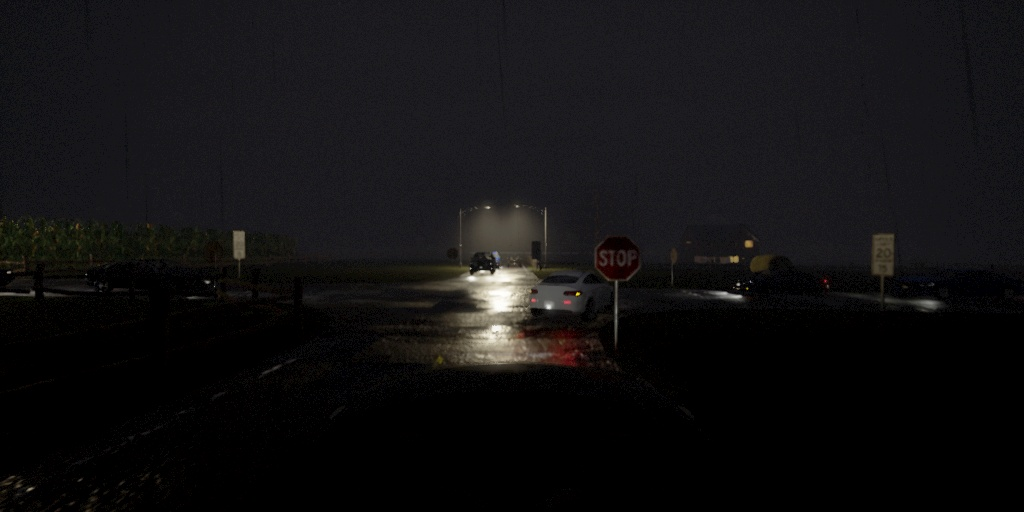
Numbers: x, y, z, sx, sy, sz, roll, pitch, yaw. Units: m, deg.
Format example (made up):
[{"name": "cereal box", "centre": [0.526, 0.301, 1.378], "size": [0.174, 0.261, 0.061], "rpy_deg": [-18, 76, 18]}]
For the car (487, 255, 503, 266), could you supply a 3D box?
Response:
[{"name": "car", "centre": [-2.550, 0.673, 54.514], "size": [2.128, 1.511, 4.902], "rpy_deg": [0, 1, 1]}]

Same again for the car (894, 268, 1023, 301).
[{"name": "car", "centre": [22.728, 1.369, 18.378], "size": [5.008, 1.535, 1.882], "rpy_deg": [1, 1, 1]}]

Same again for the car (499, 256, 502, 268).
[{"name": "car", "centre": [-2.620, 0.512, 44.383], "size": [2.150, 2.045, 5.566], "rpy_deg": [0, 1, 0]}]

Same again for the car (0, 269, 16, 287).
[{"name": "car", "centre": [-26.243, 0.855, 16.531], "size": [4.718, 1.301, 1.895], "rpy_deg": [1, 1, 1]}]

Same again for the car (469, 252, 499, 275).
[{"name": "car", "centre": [-2.678, 0.623, 34.023], "size": [2.150, 2.045, 5.566], "rpy_deg": [0, 1, 1]}]

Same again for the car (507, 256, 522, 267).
[{"name": "car", "centre": [0.357, 0.721, 51.279], "size": [1.837, 1.490, 4.892], "rpy_deg": [0, 1, 0]}]

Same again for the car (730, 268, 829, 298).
[{"name": "car", "centre": [13.739, 1.321, 18.576], "size": [4.181, 1.385, 1.994], "rpy_deg": [1, 1, 1]}]

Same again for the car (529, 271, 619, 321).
[{"name": "car", "centre": [2.163, 1.208, 12.084], "size": [1.812, 1.442, 4.674], "rpy_deg": [0, -1, 29]}]

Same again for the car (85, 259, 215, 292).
[{"name": "car", "centre": [-16.303, 0.888, 16.337], "size": [4.902, 1.511, 2.128], "rpy_deg": [1, 1, 0]}]
